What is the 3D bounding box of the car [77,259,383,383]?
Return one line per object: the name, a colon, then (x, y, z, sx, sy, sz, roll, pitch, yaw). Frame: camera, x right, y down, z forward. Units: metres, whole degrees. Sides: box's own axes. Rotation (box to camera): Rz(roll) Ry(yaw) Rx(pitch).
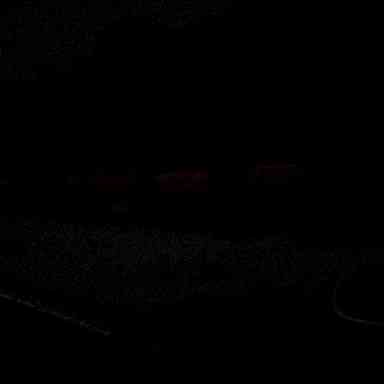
car: (1.490, 1.315, 1.741, 5.009, 1.841, 2.192, 0, 0, 35)
